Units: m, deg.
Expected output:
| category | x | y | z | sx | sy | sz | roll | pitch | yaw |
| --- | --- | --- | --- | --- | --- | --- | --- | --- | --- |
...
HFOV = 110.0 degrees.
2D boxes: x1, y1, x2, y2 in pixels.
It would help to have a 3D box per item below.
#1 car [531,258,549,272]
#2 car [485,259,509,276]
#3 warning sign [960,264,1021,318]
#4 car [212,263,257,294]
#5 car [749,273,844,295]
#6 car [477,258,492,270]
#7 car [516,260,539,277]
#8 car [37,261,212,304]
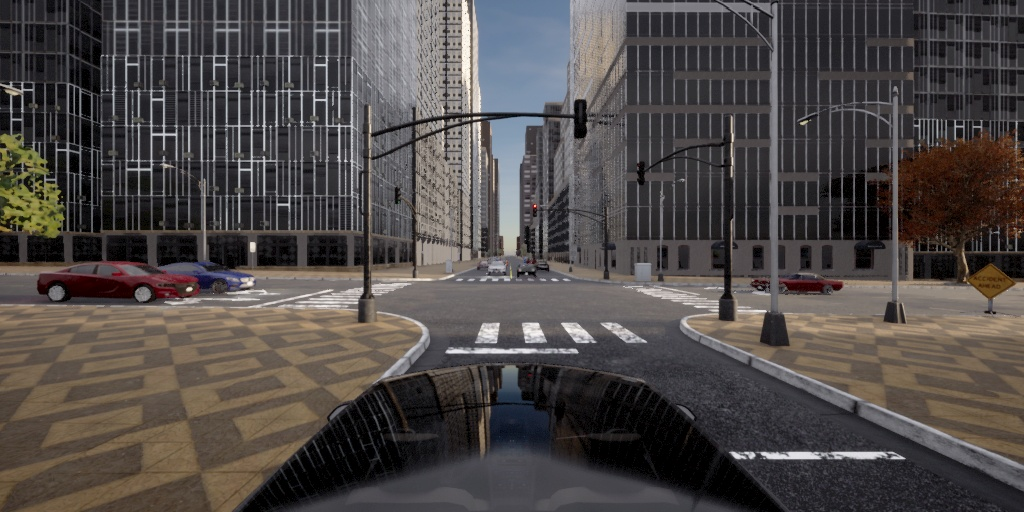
| category | x | y | z | sx | sy | sz | roll | pitch | yaw |
| --- | --- | --- | --- | --- | --- | --- | --- | --- | --- |
| car | 3.850 | 1.329 | 46.719 | 1.948 | 1.339 | 4.313 | 0 | 0 | 0 |
| car | -1.560 | 1.293 | 38.321 | 1.812 | 1.442 | 4.674 | 0 | 0 | 0 |
| warning sign | 17.258 | 1.204 | 12.940 | 1.060 | 1.860 | 1.300 | 0 | 0 | -3 |
| car | -15.082 | 1.024 | 17.391 | 4.674 | 1.442 | 1.812 | 1 | 0 | -1 |
| car | 17.646 | 1.694 | 22.420 | 4.718 | 1.301 | 1.895 | 1 | 0 | -3 |
| car | -4.113 | 1.343 | 52.197 | 1.802 | 1.307 | 4.207 | 0 | 0 | 0 |
| car | 1.380 | 1.368 | 36.255 | 1.895 | 1.301 | 4.718 | 0 | 0 | 0 |
| car | -15.282 | 0.973 | 14.125 | 5.008 | 1.535 | 1.882 | 2 | 0 | -2 |
